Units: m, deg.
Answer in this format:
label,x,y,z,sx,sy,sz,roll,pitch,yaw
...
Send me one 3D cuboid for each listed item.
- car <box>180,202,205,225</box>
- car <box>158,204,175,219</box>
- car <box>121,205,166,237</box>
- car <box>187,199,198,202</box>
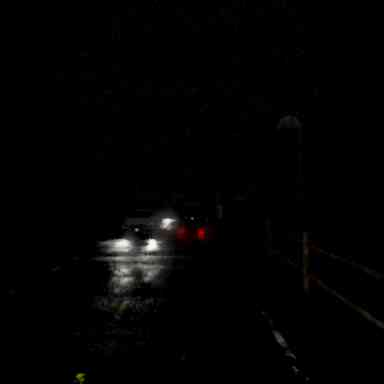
label,x,y,z,sx,sy,sz,roll,pitch,yaw
car,0.040,1.769,26.527,1.812,1.442,4.674,0,0,1
car,-2.804,1.869,33.050,1.994,1.385,4.181,0,0,1
car,-2.809,1.701,19.346,1.812,1.442,4.674,0,-1,0
car,0.045,1.764,43.893,2.097,1.767,4.553,0,0,0
